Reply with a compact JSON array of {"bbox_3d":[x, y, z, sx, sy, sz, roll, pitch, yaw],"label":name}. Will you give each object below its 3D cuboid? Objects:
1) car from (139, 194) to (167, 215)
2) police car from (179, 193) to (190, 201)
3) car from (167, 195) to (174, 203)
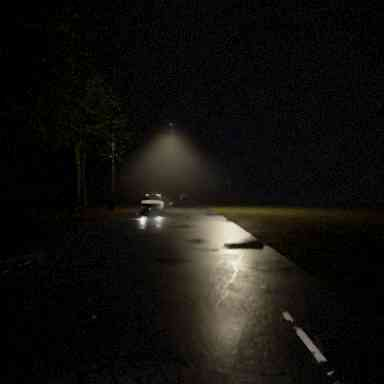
[{"bbox_3d":[-4.058,1.265,34.366,2.150,2.045,5.566,0,0,-1],"label":"car"},{"bbox_3d":[-1.633,1.572,85.646,1.930,1.638,5.238,0,0,-4],"label":"police car"},{"bbox_3d":[-5.585,1.590,75.309,1.882,1.535,5.008,0,0,-3],"label":"car"}]
